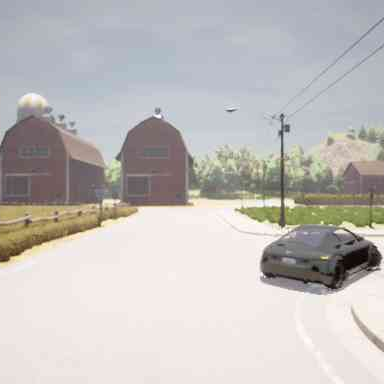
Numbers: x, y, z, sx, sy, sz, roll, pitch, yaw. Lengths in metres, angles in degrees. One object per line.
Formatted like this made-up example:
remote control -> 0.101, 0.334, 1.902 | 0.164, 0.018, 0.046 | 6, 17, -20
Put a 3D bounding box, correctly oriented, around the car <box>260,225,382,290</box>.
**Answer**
car -> 3.732, 1.625, 9.431 | 1.994, 1.385, 4.181 | -1, -1, 44
